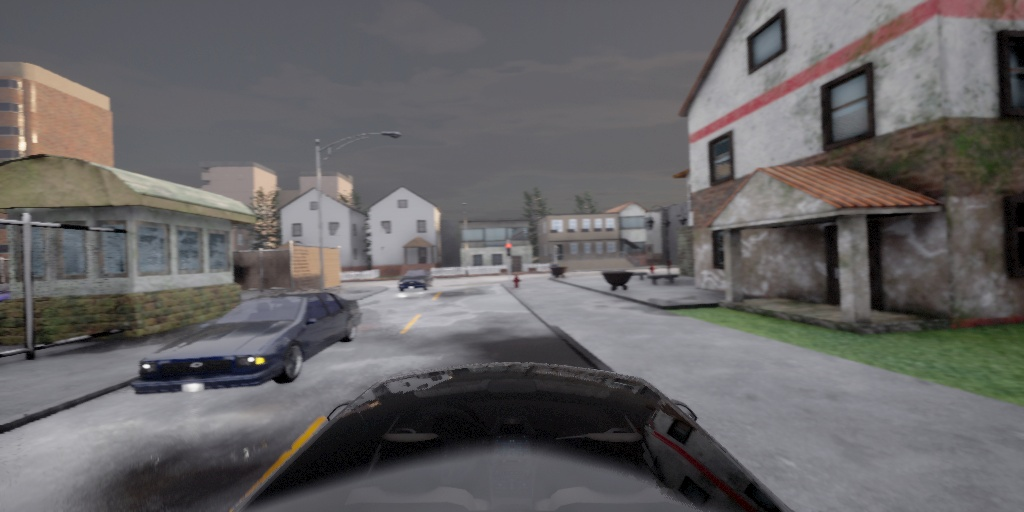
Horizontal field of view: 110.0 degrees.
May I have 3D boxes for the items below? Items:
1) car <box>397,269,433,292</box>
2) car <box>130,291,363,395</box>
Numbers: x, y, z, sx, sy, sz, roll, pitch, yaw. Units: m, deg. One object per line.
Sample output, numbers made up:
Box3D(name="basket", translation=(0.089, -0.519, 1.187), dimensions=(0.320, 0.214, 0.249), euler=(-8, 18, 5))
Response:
Box3D(name="car", translation=(-6.749, 1.652, 25.623), dimensions=(2.033, 1.411, 5.357), euler=(-2, 0, -6))
Box3D(name="car", translation=(-4.854, 1.510, 7.760), dimensions=(2.033, 1.411, 5.357), euler=(-2, 0, -6))
